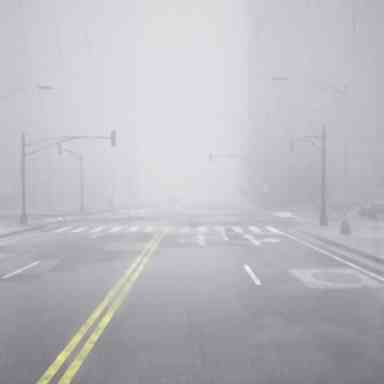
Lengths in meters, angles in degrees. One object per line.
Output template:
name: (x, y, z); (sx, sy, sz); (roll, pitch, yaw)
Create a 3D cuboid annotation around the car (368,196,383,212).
car: (19.953, 1.125, 32.578); (4.507, 1.381, 1.887); (-1, 1, 0)

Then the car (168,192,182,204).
car: (-3.300, 1.346, 60.638); (1.882, 1.535, 5.008); (0, 0, 0)

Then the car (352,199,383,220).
car: (14.459, 1.293, 24.048); (4.507, 1.381, 1.887); (-1, 1, 0)

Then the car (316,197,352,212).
car: (14.448, 1.203, 32.572); (4.507, 1.381, 1.887); (-1, 1, 0)
